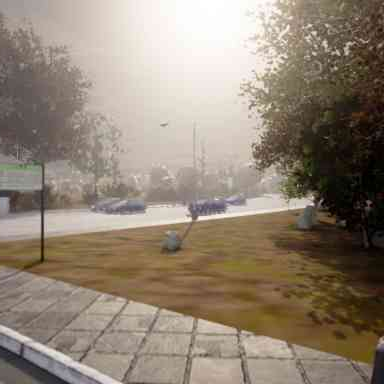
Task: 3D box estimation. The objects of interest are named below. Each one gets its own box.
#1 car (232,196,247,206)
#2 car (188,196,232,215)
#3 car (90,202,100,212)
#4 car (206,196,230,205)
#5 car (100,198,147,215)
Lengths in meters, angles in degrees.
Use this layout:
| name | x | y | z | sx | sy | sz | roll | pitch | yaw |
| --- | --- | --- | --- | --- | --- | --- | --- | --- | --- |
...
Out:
| name | x | y | z | sx | sy | sz | roll | pitch | yaw |
| --- | --- | --- | --- | --- | --- | --- | --- | --- | --- |
| car | 6.821 | 1.339 | 52.206 | 1.882 | 1.535 | 5.008 | 0 | 0 | 36 |
| car | 1.682 | 1.440 | 33.641 | 1.882 | 1.535 | 5.008 | 0 | 0 | 38 |
| car | -9.049 | 1.456 | 37.173 | 2.128 | 1.511 | 4.902 | 0 | 0 | 38 |
| car | 4.336 | 1.419 | 54.738 | 1.994 | 1.385 | 4.181 | 0 | 0 | 35 |
| car | -6.733 | 1.494 | 34.458 | 1.812 | 1.442 | 4.674 | 0 | 0 | 38 |
